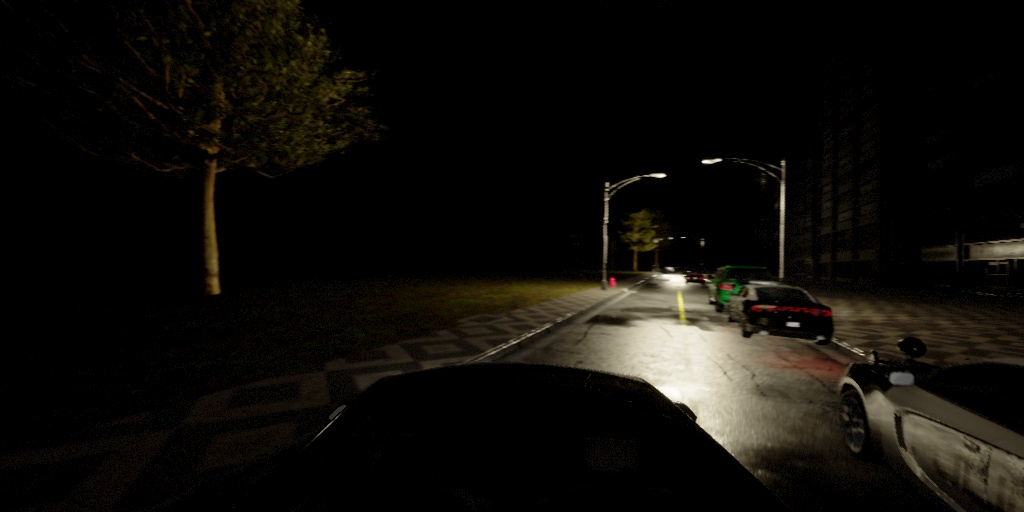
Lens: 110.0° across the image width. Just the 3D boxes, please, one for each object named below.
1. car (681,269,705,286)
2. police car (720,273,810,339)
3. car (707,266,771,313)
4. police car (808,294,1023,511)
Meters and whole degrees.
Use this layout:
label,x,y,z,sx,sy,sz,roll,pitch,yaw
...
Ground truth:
label,x,y,z,sx,sy,sz,roll,pitch,yaw
car,19.135,2.320,37.659,2.033,1.411,5.357,1,-1,25
police car,8.008,1.544,11.188,1.930,1.638,5.238,1,-1,25
car,10.469,1.485,16.577,2.150,2.045,5.566,1,-1,25
police car,3.858,1.299,2.092,1.930,1.638,5.238,1,-1,25
